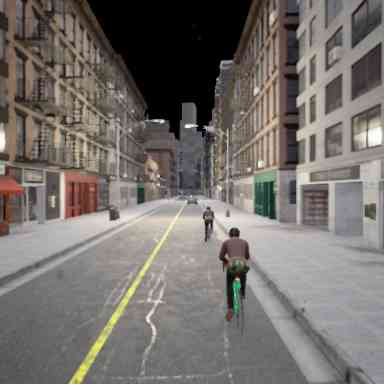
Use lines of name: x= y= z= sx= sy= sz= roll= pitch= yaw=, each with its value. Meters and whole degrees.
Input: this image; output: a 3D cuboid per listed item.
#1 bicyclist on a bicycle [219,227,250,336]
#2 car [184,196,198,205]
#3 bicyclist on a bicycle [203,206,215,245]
bicyclist on a bicycle: x=0.753 y=1.452 z=5.743 sx=0.582 sy=1.620 sz=1.656 roll=0 pitch=0 yaw=0
car: x=0.074 y=1.587 z=60.962 sx=2.033 sy=1.411 sz=5.357 roll=0 pitch=0 yaw=0
bicyclist on a bicycle: x=0.749 y=1.453 z=14.739 sx=0.582 sy=1.620 sz=1.656 roll=0 pitch=0 yaw=0
